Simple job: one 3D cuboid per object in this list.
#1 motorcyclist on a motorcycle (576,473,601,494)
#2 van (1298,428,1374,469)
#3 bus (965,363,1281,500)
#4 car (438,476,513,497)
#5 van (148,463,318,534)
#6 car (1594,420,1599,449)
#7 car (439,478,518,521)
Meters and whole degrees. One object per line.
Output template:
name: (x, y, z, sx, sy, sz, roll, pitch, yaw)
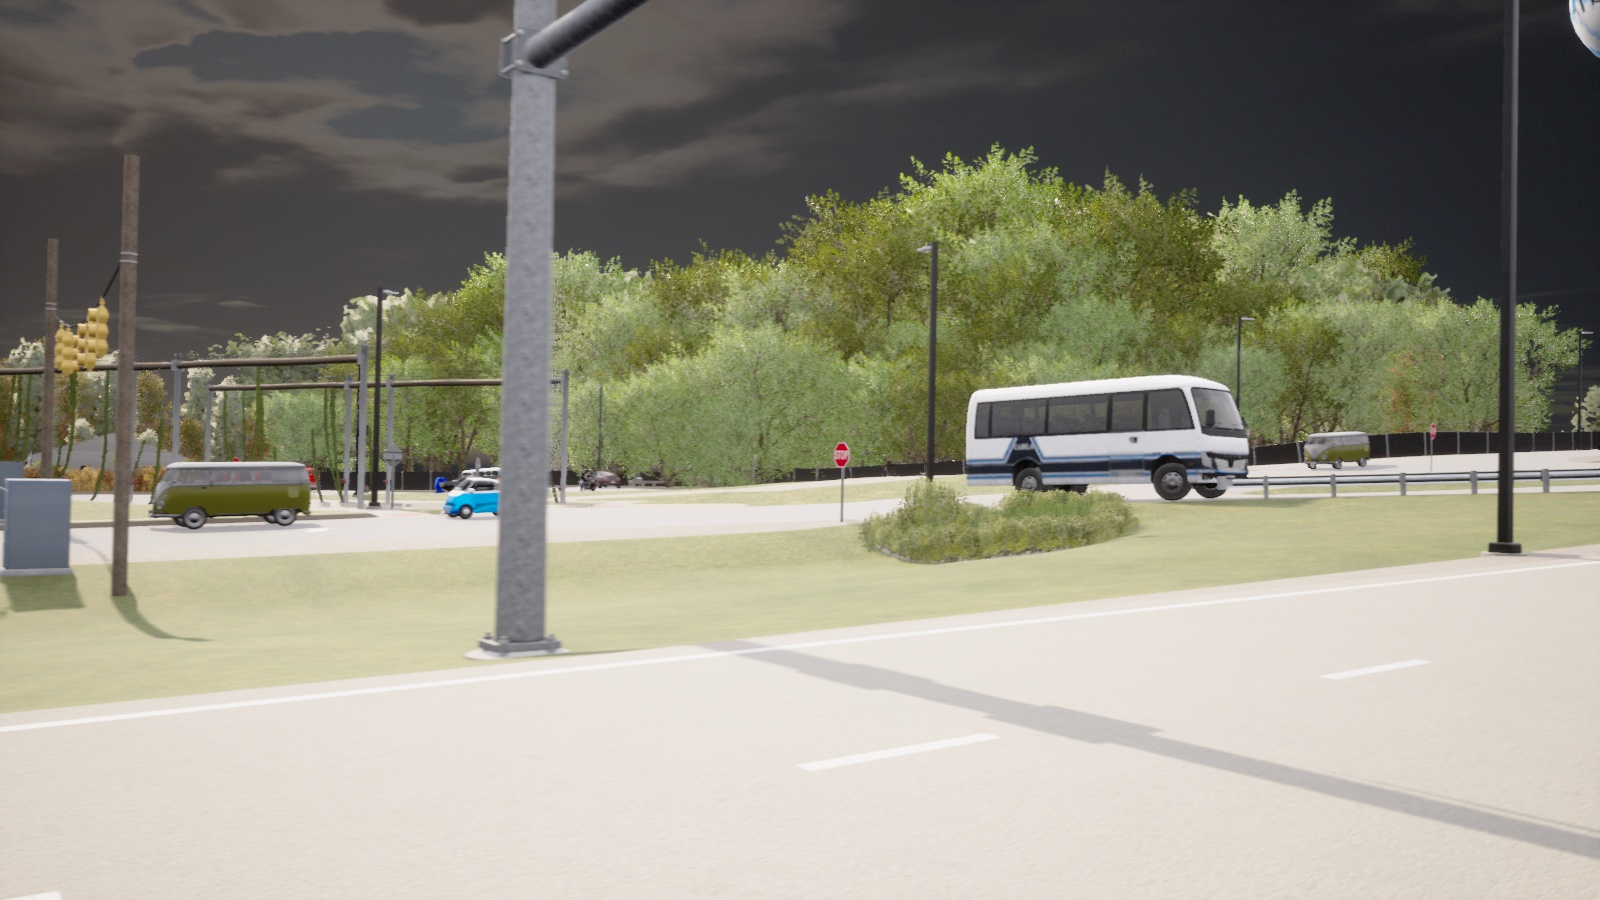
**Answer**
motorcyclist on a motorcycle: (-15.826, 2.479, 94.067, 0.866, 1.530, 2.191, 0, -1, 22)
van: (29.372, -0.096, 68.765, 4.442, 1.987, 1.775, -4, 2, -37)
bus: (11.193, -0.403, 44.673, 3.944, 4.253, 10.273, 2, -4, -44)
car: (-22.373, 2.503, 86.578, 4.718, 1.301, 1.895, 0, -1, -26)
van: (-17.281, 1.424, 38.349, 4.442, 1.987, 1.775, -1, 0, -36)
car: (53.778, -1.053, 81.749, 3.866, 1.878, 1.905, -1, 1, -29)
car: (-10.958, 1.667, 42.804, 2.207, 1.376, 1.481, 0, 0, -34)
